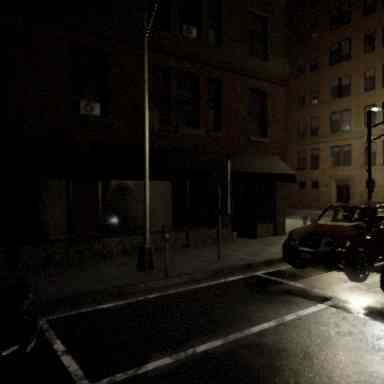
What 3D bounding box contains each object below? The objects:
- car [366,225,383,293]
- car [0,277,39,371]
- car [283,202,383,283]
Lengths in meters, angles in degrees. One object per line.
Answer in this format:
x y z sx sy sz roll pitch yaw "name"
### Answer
5.908 1.456 7.162 4.674 1.442 1.812 0 0 -36 "car"
-3.969 1.562 3.356 4.403 1.369 2.008 -1 0 -36 "car"
4.842 1.241 9.642 5.009 1.841 2.192 -1 0 -36 "car"
